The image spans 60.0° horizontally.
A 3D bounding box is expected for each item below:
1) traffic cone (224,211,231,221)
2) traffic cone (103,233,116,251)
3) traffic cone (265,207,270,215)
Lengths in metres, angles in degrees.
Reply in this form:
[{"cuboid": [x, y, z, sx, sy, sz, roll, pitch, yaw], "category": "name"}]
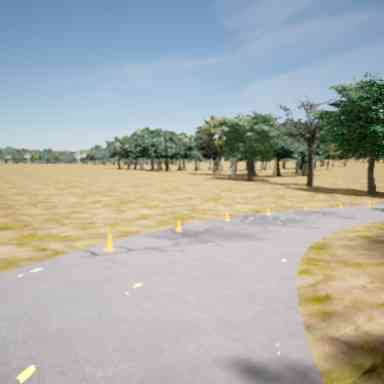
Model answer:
[{"cuboid": [2.229, 1.513, 20.987, 0.340, 0.580, 0.340, 4, 3, 36], "category": "traffic cone"}, {"cuboid": [-2.847, 1.706, 11.511, 0.340, 0.580, 0.340, 2, 2, 20], "category": "traffic cone"}, {"cuboid": [5.739, 1.425, 25.073, 0.340, 0.580, 0.340, 5, 4, 45], "category": "traffic cone"}]
